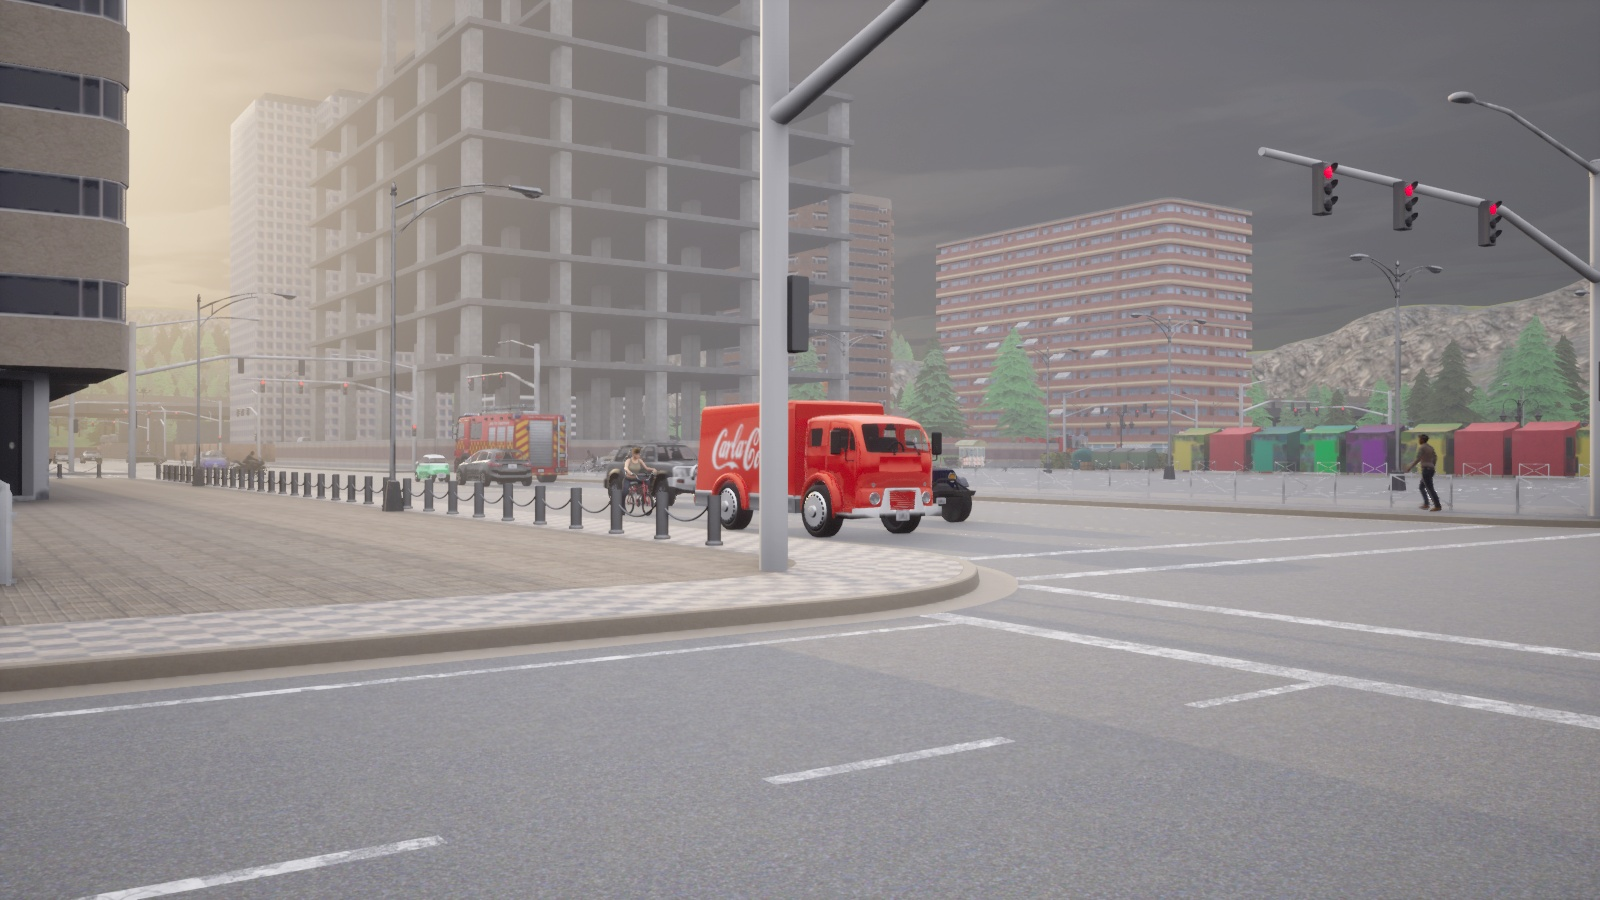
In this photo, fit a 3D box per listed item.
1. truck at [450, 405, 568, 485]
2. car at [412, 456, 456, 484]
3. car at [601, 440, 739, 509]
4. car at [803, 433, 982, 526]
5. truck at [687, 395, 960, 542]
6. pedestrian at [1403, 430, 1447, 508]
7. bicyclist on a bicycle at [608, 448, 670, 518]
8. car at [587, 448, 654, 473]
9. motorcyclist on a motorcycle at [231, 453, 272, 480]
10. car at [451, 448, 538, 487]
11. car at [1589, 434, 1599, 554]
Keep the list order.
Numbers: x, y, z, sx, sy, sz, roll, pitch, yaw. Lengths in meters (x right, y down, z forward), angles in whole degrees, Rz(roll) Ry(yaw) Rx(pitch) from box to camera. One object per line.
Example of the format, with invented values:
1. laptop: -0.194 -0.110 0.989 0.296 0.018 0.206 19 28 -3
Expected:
1. truck: -14.961 -0.231 64.075 2.891 3.827 8.468 0 0 -35
2. car: -18.258 0.992 62.681 1.481 1.376 2.207 0 0 -35
3. car: -3.787 0.657 35.911 1.932 1.855 4.605 0 0 -35
4. car: 1.961 0.604 27.694 1.905 1.878 3.866 0 0 -35
5. truck: 0.298 0.316 23.968 2.627 2.467 5.204 0 0 -35
6. pedestrian: 14.624 0.444 29.403 0.328 1.805 0.869 0 0 -36
7. bicyclist on a bicycle: -3.851 0.763 29.902 0.866 1.612 1.509 0 0 -35
8. car: -13.560 0.767 95.001 4.605 1.855 1.932 0 0 -35
9. motorcyclist on a motorcycle: -31.984 0.945 73.237 2.044 1.523 0.797 0 0 -36
10. car: -13.688 0.756 56.158 2.242 1.667 4.611 0 0 -35
11. car: 12.090 0.601 15.308 2.242 1.667 4.611 0 0 3
